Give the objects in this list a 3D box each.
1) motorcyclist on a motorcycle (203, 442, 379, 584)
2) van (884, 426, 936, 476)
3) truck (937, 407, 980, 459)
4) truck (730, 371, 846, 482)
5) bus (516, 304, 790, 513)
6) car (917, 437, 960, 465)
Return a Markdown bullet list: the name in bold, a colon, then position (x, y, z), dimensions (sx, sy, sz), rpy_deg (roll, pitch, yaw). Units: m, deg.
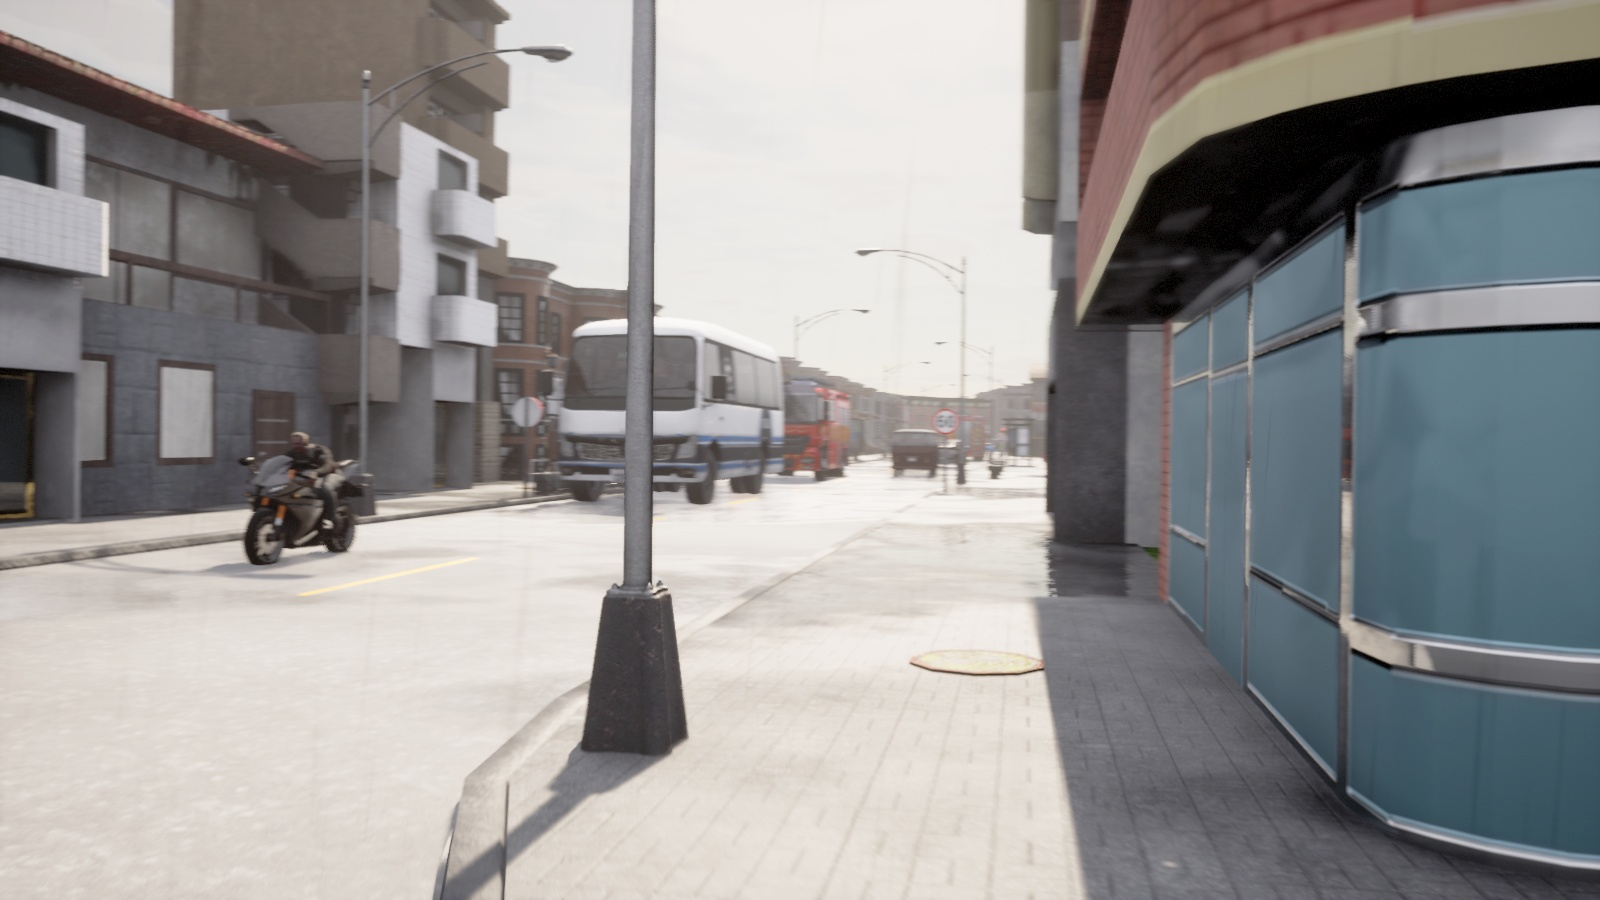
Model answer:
- **motorcyclist on a motorcycle**: position (-5.896, 0.675, 14.719), dimensions (0.866, 1.530, 2.191), rpy_deg (0, 0, 10)
- **van**: position (4.659, 0.018, 52.763), dimensions (1.775, 1.987, 4.442), rpy_deg (0, 0, 10)
- **truck**: position (12.436, -1.319, 97.880), dimensions (2.891, 3.827, 8.468), rpy_deg (0, 0, 10)
- **truck**: position (-0.277, -0.831, 47.667), dimensions (2.891, 3.827, 8.468), rpy_deg (0, 0, 10)
- **bus**: position (-3.116, -0.888, 31.036), dimensions (3.944, 4.253, 10.273), rpy_deg (0, 0, 10)
- **car**: position (7.921, 0.045, 71.680), dimensions (2.128, 1.511, 4.902), rpy_deg (0, 0, 10)
